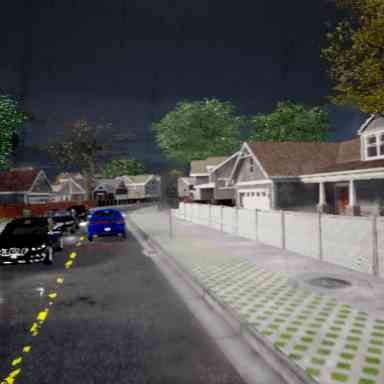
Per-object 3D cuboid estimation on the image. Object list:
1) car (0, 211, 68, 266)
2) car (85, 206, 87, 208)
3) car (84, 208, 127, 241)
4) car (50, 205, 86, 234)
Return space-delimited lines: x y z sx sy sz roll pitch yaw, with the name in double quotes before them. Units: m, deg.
"car" -5.986 1.731 12.358 1.837 1.490 4.892 -2 0 -15
"car" -10.561 1.958 30.942 1.812 1.442 4.674 -2 0 -10
"car" -4.716 1.690 18.514 1.882 1.535 5.008 -2 0 -15
"car" -8.314 1.821 21.327 2.128 1.511 4.902 -2 0 -14
